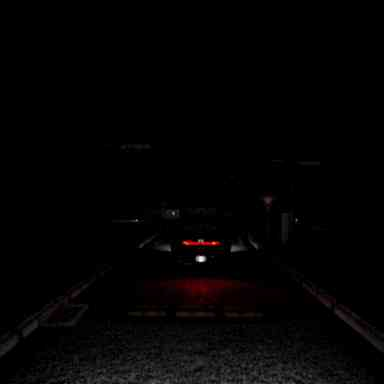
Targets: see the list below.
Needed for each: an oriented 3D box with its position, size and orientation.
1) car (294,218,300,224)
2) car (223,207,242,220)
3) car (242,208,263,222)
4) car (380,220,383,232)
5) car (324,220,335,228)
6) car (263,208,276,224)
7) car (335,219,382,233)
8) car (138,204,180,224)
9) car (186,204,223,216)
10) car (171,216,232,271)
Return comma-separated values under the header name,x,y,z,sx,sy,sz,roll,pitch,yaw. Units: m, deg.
name,x,y,z,sx,sy,sz,roll,pitch,yaw
car,12.914,3.850,47.738,1.946,1.575,5.366,7,-4,-31
car,4.137,2.887,45.857,2.185,1.767,4.553,4,-4,-32
car,7.102,3.140,46.398,2.185,1.767,4.553,6,-4,-31
car,27.699,5.303,50.493,1.946,1.575,5.366,7,-4,-30
car,21.864,4.762,49.242,2.002,1.452,4.674,7,-4,-30
car,10.091,3.310,46.999,2.435,2.045,5.566,7,-4,-31
car,21.972,4.597,43.938,4.718,1.301,1.895,6,-3,-11
car,-3.521,2.263,34.985,2.150,2.045,5.566,1,-3,-39
car,1.266,2.593,45.227,2.435,2.045,5.566,2,-3,-31
car,0.319,1.758,11.844,1.837,1.490,4.892,0,-3,2
